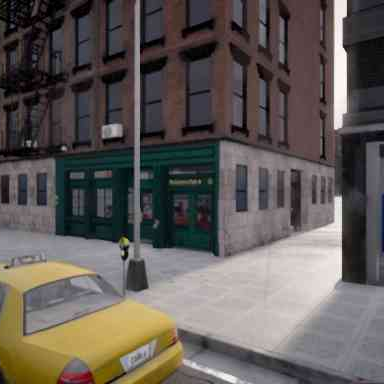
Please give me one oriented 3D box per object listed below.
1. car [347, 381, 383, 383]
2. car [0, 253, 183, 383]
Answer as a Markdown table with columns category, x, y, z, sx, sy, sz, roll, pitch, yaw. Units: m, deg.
| category | x | y | z | sx | sy | sz | roll | pitch | yaw |
| --- | --- | --- | --- | --- | --- | --- | --- | --- | --- |
| car | 2.381 | 1.583 | 1.109 | 4.206 | 1.307 | 1.802 | 0 | 0 | 35 |
| car | -2.384 | 1.521 | 4.507 | 4.829 | 1.417 | 1.752 | 0 | 0 | 35 |
